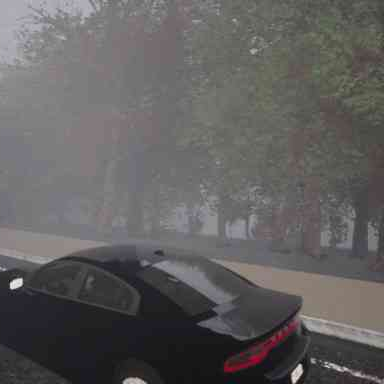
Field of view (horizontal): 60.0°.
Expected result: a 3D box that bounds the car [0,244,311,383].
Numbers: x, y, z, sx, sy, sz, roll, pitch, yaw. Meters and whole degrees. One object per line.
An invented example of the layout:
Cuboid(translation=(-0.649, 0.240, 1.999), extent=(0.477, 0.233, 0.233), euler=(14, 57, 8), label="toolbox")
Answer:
Cuboid(translation=(-1.069, 1.449, 4.448), extent=(5.008, 1.535, 1.882), euler=(1, 0, 36), label="car")
